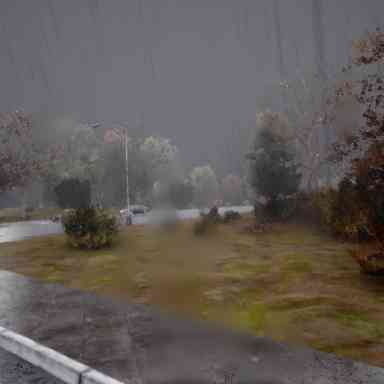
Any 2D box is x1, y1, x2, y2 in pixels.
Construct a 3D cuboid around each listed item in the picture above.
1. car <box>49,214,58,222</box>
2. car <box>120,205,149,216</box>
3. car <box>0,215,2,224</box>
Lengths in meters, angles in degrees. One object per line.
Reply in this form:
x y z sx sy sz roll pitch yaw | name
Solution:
-13.473 2.519 36.664 1.994 1.385 4.181 -3 -2 32 | car
-7.919 2.493 45.408 2.128 1.511 4.902 -3 -2 32 | car
-18.914 2.441 28.352 1.837 1.490 4.892 -3 -2 35 | car
